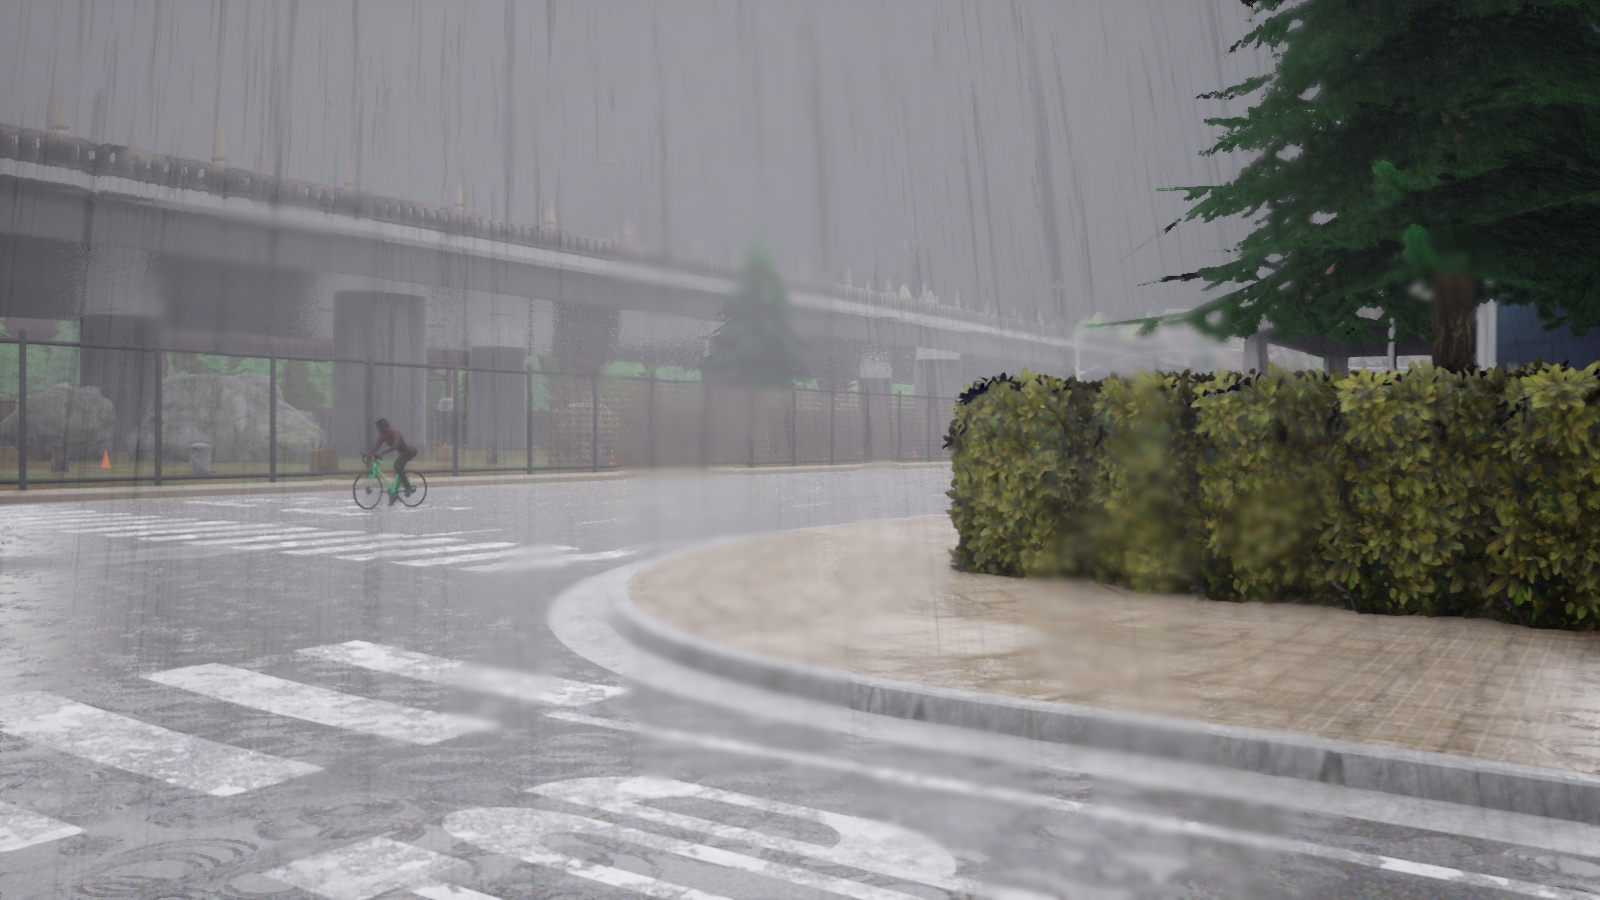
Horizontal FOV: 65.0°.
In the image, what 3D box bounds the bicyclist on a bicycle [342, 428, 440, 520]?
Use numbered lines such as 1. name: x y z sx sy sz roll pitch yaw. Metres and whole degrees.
1. bicyclist on a bicycle: -7.448 0.411 22.929 0.582 1.620 1.656 0 1 33
